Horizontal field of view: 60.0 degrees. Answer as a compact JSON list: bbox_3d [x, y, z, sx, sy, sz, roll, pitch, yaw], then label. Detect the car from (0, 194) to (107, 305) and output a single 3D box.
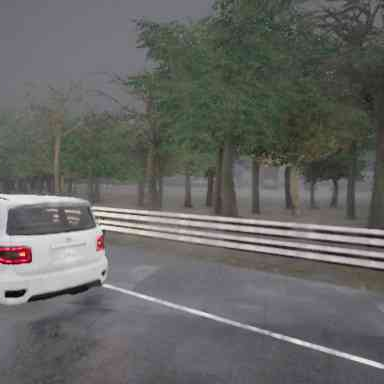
[{"bbox_3d":[-4.206,1.036,7.102,5.566,2.045,2.150,2,1,36],"label":"car"}]
